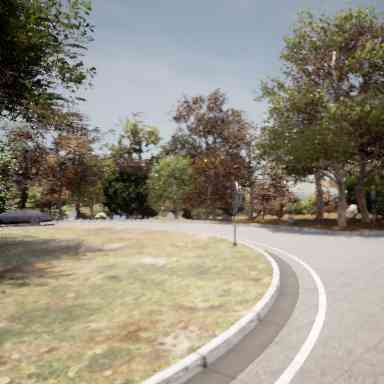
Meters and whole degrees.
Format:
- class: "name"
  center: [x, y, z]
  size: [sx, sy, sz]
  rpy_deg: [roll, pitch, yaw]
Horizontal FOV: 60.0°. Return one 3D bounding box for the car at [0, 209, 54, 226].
- class: "car"
  center: [-14.453, 2.128, 27.735]
  size: [5.357, 1.411, 2.033]
  rpy_deg: [0, -1, -17]
